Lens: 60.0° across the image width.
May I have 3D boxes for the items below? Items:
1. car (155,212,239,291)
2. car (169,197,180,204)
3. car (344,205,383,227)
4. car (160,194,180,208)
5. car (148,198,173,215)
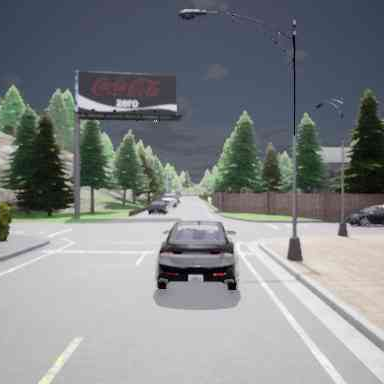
[{"bbox_3d":[0.190,1.511,9.078,2.128,1.511,4.902,0,0,3],"label":"car"},{"bbox_3d":[-3.403,1.699,66.331,1.994,1.385,4.181,0,0,1],"label":"car"},{"bbox_3d":[13.528,1.730,24.027,4.892,1.490,1.837,0,0,1],"label":"car"},{"bbox_3d":[-3.497,1.325,50.233,2.150,2.045,5.566,0,0,1],"label":"car"},{"bbox_3d":[-3.534,1.620,35.541,2.033,1.411,5.357,0,0,0],"label":"car"}]
